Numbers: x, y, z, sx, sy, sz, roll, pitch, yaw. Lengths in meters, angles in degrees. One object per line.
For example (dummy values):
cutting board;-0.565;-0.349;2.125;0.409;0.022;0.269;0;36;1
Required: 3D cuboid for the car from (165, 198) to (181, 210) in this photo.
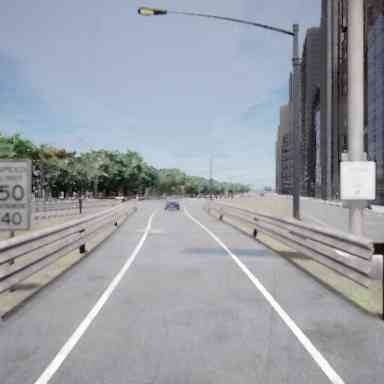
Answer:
car;-2.549;1.590;44.264;1.812;1.442;4.674;0;0;-1
